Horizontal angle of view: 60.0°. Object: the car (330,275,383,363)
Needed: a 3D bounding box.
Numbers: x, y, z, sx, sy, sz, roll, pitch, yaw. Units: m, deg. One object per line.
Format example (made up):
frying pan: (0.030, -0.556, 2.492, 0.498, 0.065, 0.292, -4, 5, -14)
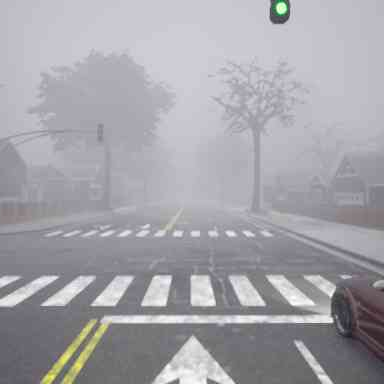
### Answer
car: (3.348, 1.603, 4.023, 1.994, 1.385, 4.181, 0, -1, 0)
